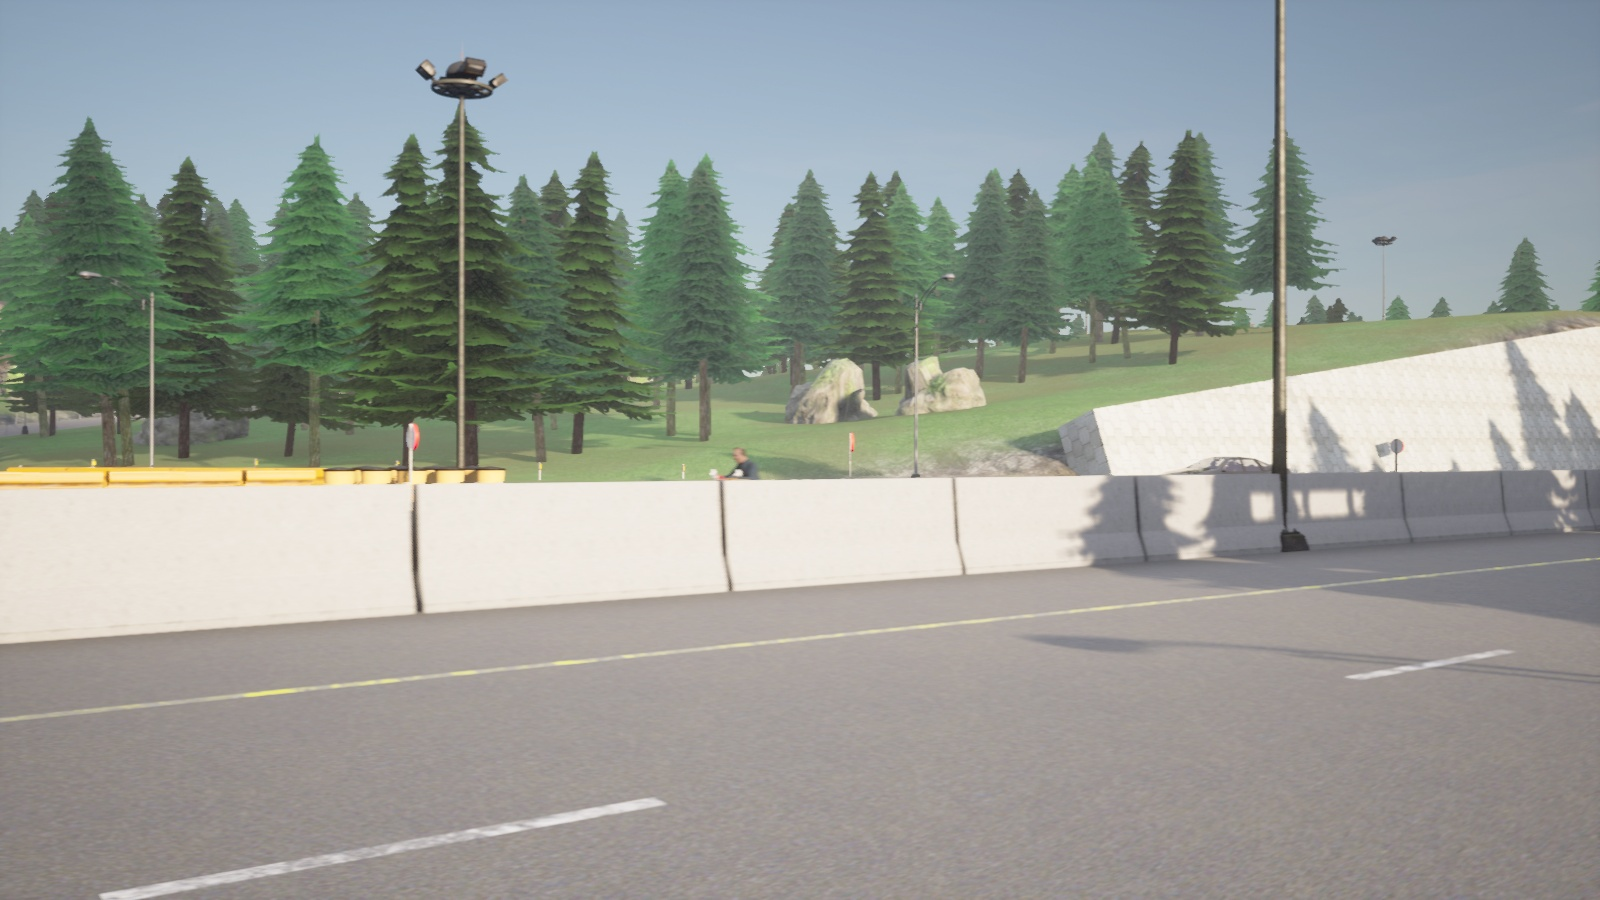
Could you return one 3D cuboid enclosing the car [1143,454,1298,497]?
[{"bbox_3d":[14.948,0.870,44.576,5.357,1.411,2.033,0,0,-27],"label":"car"}]
